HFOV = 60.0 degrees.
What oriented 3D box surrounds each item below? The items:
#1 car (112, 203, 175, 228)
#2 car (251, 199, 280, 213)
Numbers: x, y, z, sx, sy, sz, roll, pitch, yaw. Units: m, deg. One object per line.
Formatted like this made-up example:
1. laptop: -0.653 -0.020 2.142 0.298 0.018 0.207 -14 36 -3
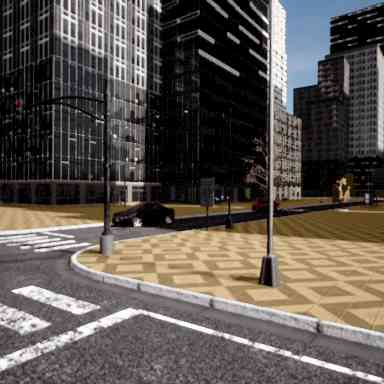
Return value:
1. car: -3.262 1.537 23.098 1.882 1.535 5.008 1 0 37
2. car: 8.745 1.628 39.196 1.882 1.535 5.008 1 0 37
